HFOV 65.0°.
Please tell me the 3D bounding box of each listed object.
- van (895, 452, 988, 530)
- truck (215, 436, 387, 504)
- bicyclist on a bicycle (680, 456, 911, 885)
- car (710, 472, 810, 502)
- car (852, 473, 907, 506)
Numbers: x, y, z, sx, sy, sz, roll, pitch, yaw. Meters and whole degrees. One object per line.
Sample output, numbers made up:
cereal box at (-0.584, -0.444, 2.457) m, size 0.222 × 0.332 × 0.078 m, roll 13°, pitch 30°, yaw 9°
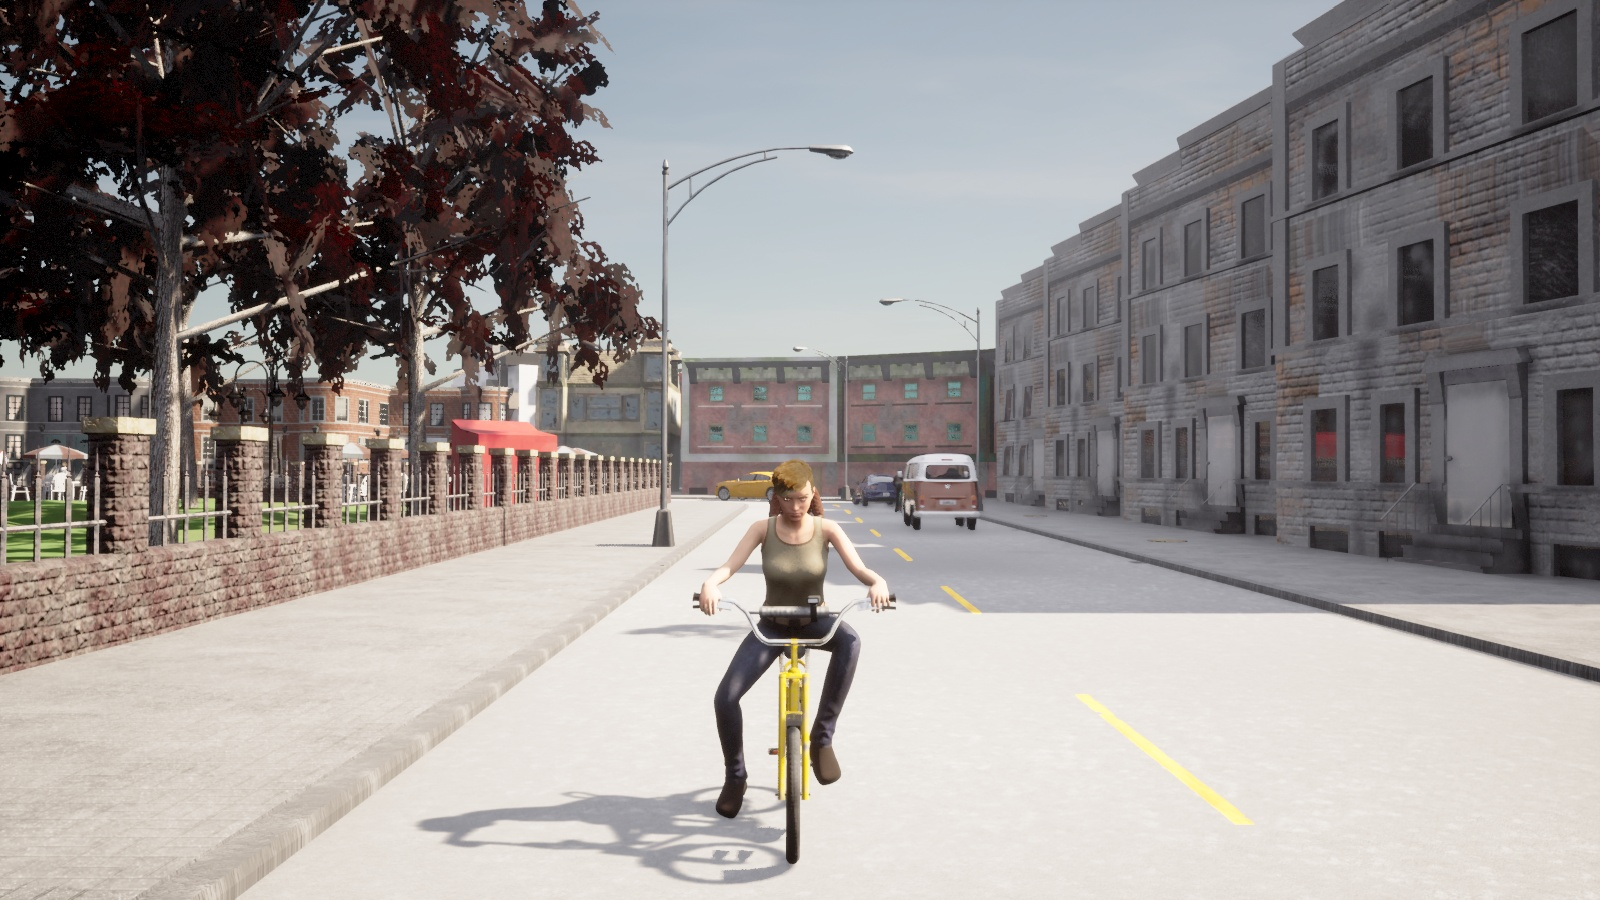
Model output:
van at (3.870, 1.110, 35.060) m, size 2.069 × 2.038 × 4.480 m, roll 0°, pitch -1°, yaw 0°
truck at (-26.305, 1.051, 66.468) m, size 7.936 × 3.462 × 2.891 m, roll 0°, pitch -1°, yaw 0°
bicyclist on a bicycle at (-0.018, 0.843, 5.501) m, size 0.866 × 1.612 × 1.509 m, roll 0°, pitch -1°, yaw 0°
car at (-2.115, 1.895, 65.215) m, size 5.008 × 1.535 × 1.882 m, roll -1°, pitch -1°, yaw 33°
car at (3.589, 1.788, 57.350) m, size 1.812 × 1.442 × 4.674 m, roll 0°, pitch -1°, yaw -5°
